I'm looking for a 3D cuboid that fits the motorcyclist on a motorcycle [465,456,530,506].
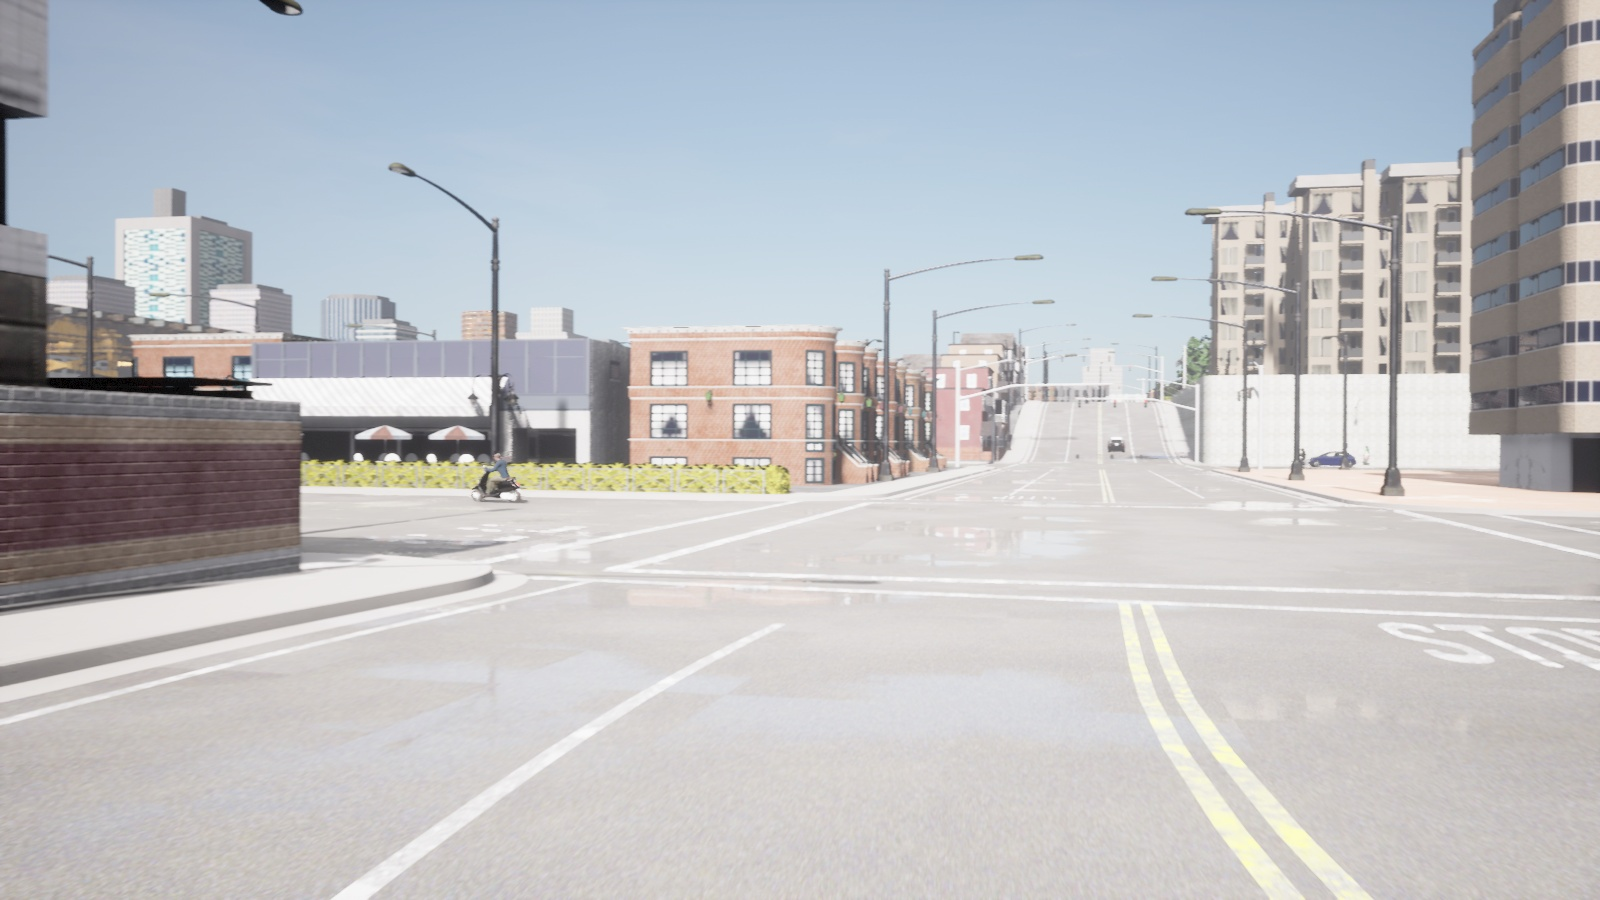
[{"bbox_3d":[-9.738,0.993,40.459,1.817,1.590,0.866,0,0,15],"label":"motorcyclist on a motorcycle"}]
